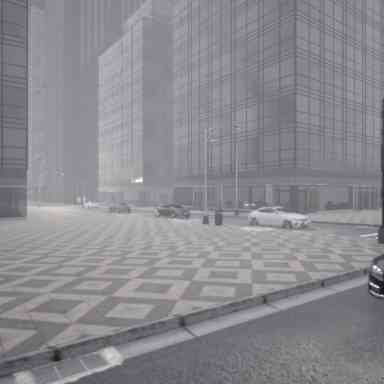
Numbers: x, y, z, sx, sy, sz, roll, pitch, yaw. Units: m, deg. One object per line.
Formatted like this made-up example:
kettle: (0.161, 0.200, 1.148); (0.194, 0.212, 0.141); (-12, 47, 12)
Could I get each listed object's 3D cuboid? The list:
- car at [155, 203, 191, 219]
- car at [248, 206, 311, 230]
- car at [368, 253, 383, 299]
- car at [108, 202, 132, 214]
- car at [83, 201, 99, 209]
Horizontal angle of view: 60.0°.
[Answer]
car: (-2.008, 1.926, 33.990); (1.837, 1.490, 4.892); (0, -1, -36)
car: (5.902, 1.740, 23.080); (1.812, 1.442, 4.674); (0, -1, -36)
car: (5.729, 1.491, 7.213); (4.902, 1.511, 2.128); (0, 0, -35)
car: (-9.754, 2.131, 44.722); (1.837, 1.490, 4.892); (0, -1, -36)
car: (-19.182, 2.476, 63.100); (1.812, 1.442, 4.674); (0, -1, -36)
